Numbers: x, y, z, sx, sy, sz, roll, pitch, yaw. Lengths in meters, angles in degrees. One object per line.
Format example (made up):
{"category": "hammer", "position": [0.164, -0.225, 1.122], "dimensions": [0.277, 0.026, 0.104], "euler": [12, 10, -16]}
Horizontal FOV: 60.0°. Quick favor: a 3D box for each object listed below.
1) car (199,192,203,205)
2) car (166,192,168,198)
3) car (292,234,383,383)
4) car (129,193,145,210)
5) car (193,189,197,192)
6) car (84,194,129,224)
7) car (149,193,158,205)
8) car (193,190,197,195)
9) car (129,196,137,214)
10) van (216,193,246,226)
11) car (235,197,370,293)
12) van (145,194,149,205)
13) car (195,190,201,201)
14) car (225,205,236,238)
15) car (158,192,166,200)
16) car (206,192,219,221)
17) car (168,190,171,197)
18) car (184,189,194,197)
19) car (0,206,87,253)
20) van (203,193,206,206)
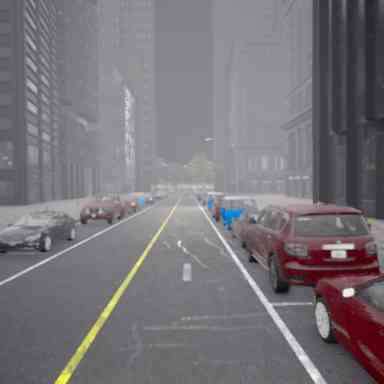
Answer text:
{"category": "car", "position": [2.207, 1.085, 43.597], "dimensions": [1.802, 1.307, 4.206], "euler": [-1, 1, -1]}
{"category": "car", "position": [-6.649, 0.866, 68.972], "dimensions": [1.802, 1.307, 4.206], "euler": [-1, 1, -1]}
{"category": "car", "position": [2.732, 1.482, 3.414], "dimensions": [1.887, 1.381, 4.507], "euler": [-1, 1, -1]}
{"category": "car", "position": [-6.179, 1.134, 32.627], "dimensions": [1.967, 1.590, 4.097], "euler": [-1, 1, -1]}
{"category": "car", "position": [1.730, 0.602, 80.180], "dimensions": [1.752, 1.417, 4.829], "euler": [-1, 1, -1]}
{"category": "car", "position": [-6.055, 1.115, 22.855], "dimensions": [2.192, 1.841, 5.009], "euler": [-1, 1, -1]}
{"category": "car", "position": [-6.372, 0.971, 47.462], "dimensions": [1.967, 1.590, 4.097], "euler": [-1, 1, -1]}
{"category": "car", "position": [1.868, 0.758, 69.606], "dimensions": [2.008, 1.369, 4.403], "euler": [-1, 1, -1]}
{"category": "car", "position": [-6.113, 1.291, 27.743], "dimensions": [1.887, 1.381, 4.507], "euler": [-1, 1, -1]}
{"category": "van", "position": [2.546, 1.115, 18.673], "dimensions": [1.690, 1.788, 3.998], "euler": [-1, 1, -1]}
{"category": "car", "position": [2.666, 1.198, 8.498], "dimensions": [2.192, 1.841, 5.009], "euler": [-1, 1, -1]}
{"category": "van", "position": [-6.245, 0.981, 37.511], "dimensions": [1.690, 1.788, 3.998], "euler": [-1, 1, -1]}
{"category": "car", "position": [2.003, 0.895, 59.202], "dimensions": [1.947, 1.339, 4.313], "euler": [-1, 1, -1]}
{"category": "car", "position": [2.612, 1.411, 13.588], "dimensions": [1.802, 1.307, 4.206], "euler": [-1, 1, -1]}
{"category": "car", "position": [-6.580, 0.892, 63.595], "dimensions": [1.887, 1.381, 4.507], "euler": [-1, 1, -1]}
{"category": "car", "position": [2.485, 1.035, 23.759], "dimensions": [2.192, 1.841, 5.009], "euler": [-1, 1, -1]}
{"category": "car", "position": [-6.790, 0.703, 79.726], "dimensions": [2.008, 1.369, 4.403], "euler": [-1, 1, -1]}
{"category": "car", "position": [-1.111, 0.382, 86.752], "dimensions": [2.128, 1.511, 4.902], "euler": [0, 1, -1]}
{"category": "car", "position": [-5.922, 1.455, 13.086], "dimensions": [2.008, 1.369, 4.403], "euler": [-1, 1, -1]}
{"category": "van", "position": [2.365, 0.950, 33.933], "dimensions": [1.690, 1.788, 3.998], "euler": [-1, 1, -1]}
